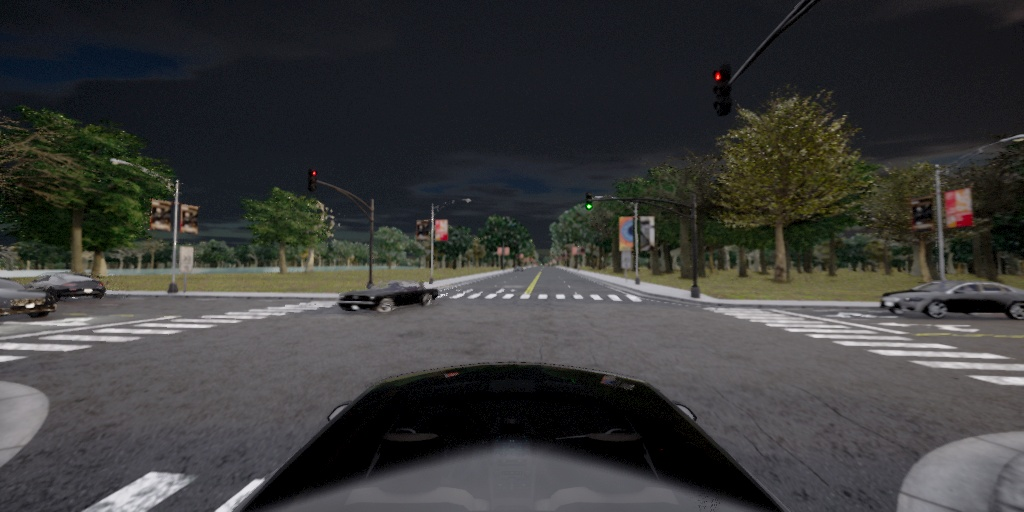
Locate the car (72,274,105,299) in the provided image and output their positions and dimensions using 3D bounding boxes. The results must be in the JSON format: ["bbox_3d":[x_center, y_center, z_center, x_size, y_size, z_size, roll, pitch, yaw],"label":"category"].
[{"bbox_3d":[-24.671,1.693,19.710,4.674,1.442,1.812,0,-4,18],"label":"car"}]

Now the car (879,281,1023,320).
[{"bbox_3d":[18.422,1.778,14.960,4.902,1.511,2.128,0,-2,6],"label":"car"}]

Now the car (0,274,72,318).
[{"bbox_3d":[-18.151,1.381,11.970,4.892,1.490,1.837,0,-2,6],"label":"car"}]

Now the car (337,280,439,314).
[{"bbox_3d":[-5.227,1.735,15.770,1.895,1.301,4.718,-1,-2,20],"label":"car"}]
